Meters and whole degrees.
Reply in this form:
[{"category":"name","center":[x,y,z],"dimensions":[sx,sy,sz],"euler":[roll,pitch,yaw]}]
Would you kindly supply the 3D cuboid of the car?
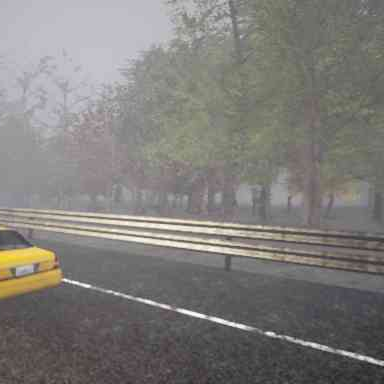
[{"category":"car","center":[-5.159,1.386,7.546],"dimensions":[5.366,1.575,1.801],"euler":[1,0,35]}]
